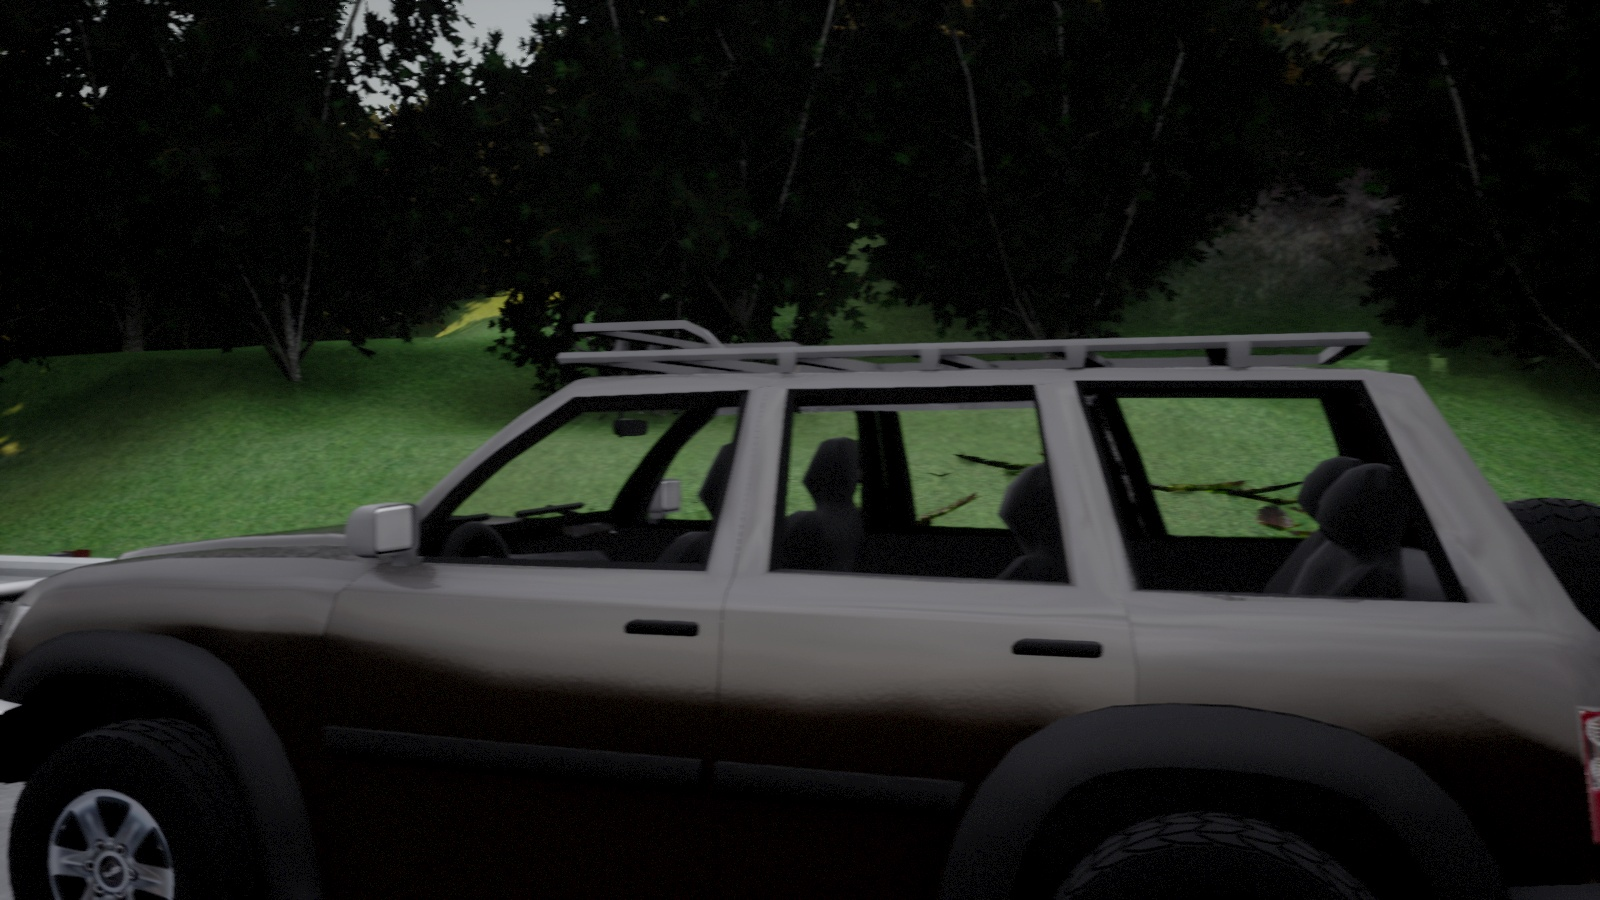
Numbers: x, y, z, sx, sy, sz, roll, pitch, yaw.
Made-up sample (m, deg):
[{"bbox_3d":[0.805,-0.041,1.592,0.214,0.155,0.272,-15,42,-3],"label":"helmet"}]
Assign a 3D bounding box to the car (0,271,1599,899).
[{"bbox_3d":[-0.269,0.581,3.806,4.605,1.855,1.932,1,1,19],"label":"car"}]
